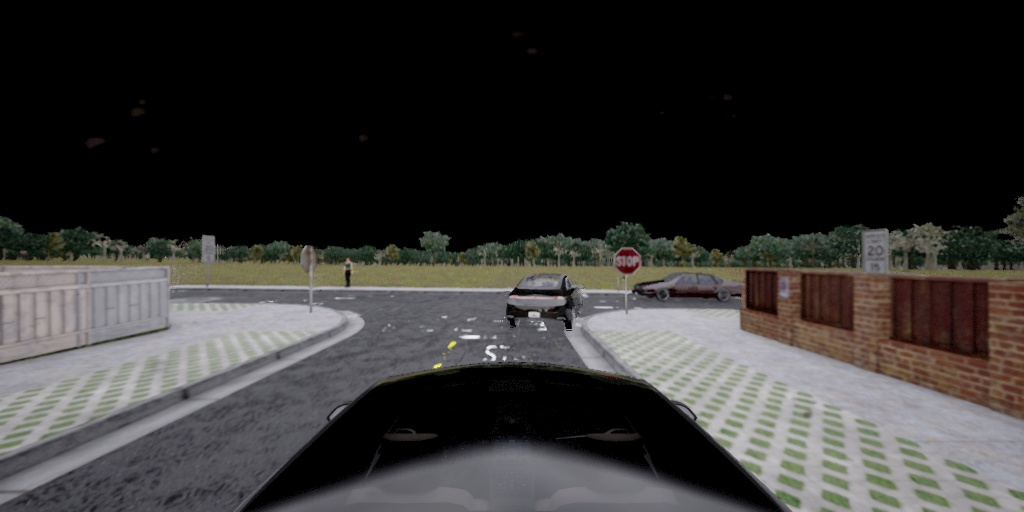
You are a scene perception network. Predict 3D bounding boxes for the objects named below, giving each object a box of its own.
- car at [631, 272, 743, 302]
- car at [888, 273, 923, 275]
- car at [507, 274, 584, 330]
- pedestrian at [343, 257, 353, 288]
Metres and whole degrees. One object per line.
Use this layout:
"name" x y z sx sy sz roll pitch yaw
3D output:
"car" 9.040 1.552 18.430 5.357 1.411 2.033 1 -1 0
"car" 19.652 1.622 18.495 4.902 1.511 2.128 1 -1 0
"car" 1.203 1.318 11.538 2.128 1.511 4.902 0 -1 15
"pedestrian" -9.706 0.950 21.220 0.375 1.860 0.375 0 -2 0
